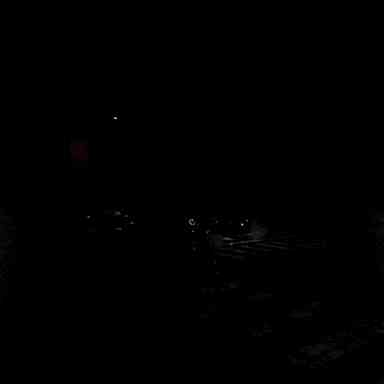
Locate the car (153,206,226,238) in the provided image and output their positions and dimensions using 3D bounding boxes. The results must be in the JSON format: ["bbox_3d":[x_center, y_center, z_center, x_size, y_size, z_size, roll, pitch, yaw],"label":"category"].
[{"bbox_3d":[-0.457,1.637,19.666,2.097,1.767,4.553,0,-1,-36],"label":"car"}]

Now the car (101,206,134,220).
[{"bbox_3d":[-7.946,2.203,35.433,1.895,1.301,4.718,0,-1,-36],"label":"car"}]

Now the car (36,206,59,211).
[{"bbox_3d":[-21.437,2.232,48.551,1.994,1.385,4.181,0,-1,-36],"label":"car"}]

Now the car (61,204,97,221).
[{"bbox_3d":[-11.837,2.196,35.250,2.033,1.411,5.357,0,-1,-36],"label":"car"}]

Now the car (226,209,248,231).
[{"bbox_3d":[1.643,1.800,22.302,1.837,1.490,4.892,0,-1,-36],"label":"car"}]

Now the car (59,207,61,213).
[{"bbox_3d":[-18.810,2.570,50.467,2.033,1.411,5.357,0,-1,-36],"label":"car"}]
